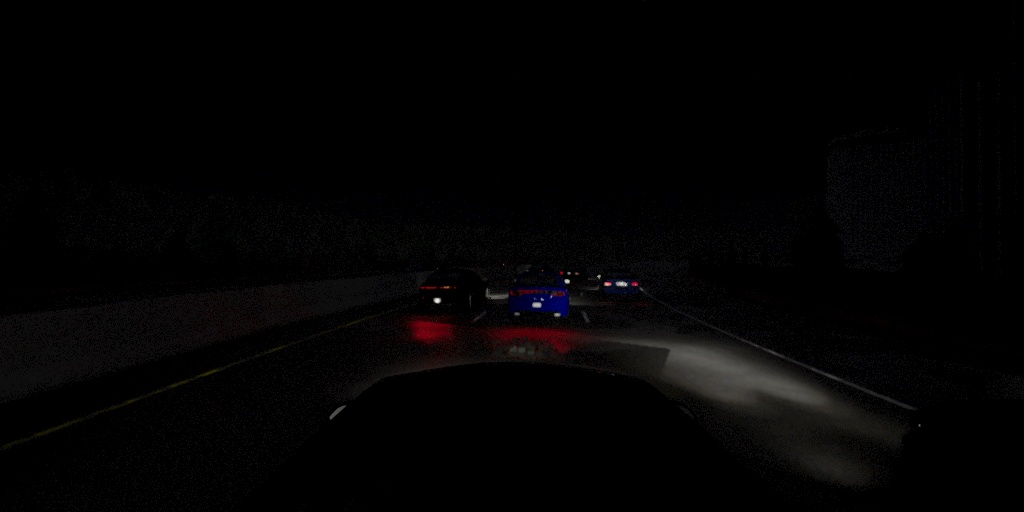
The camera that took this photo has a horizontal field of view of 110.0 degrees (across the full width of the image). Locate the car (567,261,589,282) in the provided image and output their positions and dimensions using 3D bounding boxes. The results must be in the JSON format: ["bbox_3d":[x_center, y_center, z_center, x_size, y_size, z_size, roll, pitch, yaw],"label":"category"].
[{"bbox_3d":[5.335,1.423,30.538,2.033,1.411,5.357,0,0,20],"label":"car"}]

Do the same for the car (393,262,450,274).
[{"bbox_3d":[-6.968,1.362,26.900,2.033,1.411,5.357,0,0,16],"label":"car"}]

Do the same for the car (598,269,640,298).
[{"bbox_3d":[5.655,1.372,19.149,2.033,1.411,5.357,0,0,13],"label":"car"}]

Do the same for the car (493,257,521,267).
[{"bbox_3d":[-0.736,1.212,51.168,2.150,2.045,5.566,0,-1,29],"label":"car"}]

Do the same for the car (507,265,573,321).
[{"bbox_3d":[1.019,1.262,12.732,1.882,1.535,5.008,0,0,7],"label":"car"}]

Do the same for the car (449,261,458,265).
[{"bbox_3d":[-8.160,1.420,44.077,1.837,1.490,4.892,0,-1,24],"label":"car"}]

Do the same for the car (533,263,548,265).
[{"bbox_3d":[2.707,1.408,33.341,1.812,1.442,4.674,0,0,21],"label":"car"}]

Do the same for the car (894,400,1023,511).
[{"bbox_3d":[3.701,1.257,0.540,2.128,1.511,4.902,0,0,0],"label":"car"}]

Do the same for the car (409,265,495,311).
[{"bbox_3d":[-2.209,1.283,14.715,1.837,1.490,4.892,0,0,9],"label":"car"}]
